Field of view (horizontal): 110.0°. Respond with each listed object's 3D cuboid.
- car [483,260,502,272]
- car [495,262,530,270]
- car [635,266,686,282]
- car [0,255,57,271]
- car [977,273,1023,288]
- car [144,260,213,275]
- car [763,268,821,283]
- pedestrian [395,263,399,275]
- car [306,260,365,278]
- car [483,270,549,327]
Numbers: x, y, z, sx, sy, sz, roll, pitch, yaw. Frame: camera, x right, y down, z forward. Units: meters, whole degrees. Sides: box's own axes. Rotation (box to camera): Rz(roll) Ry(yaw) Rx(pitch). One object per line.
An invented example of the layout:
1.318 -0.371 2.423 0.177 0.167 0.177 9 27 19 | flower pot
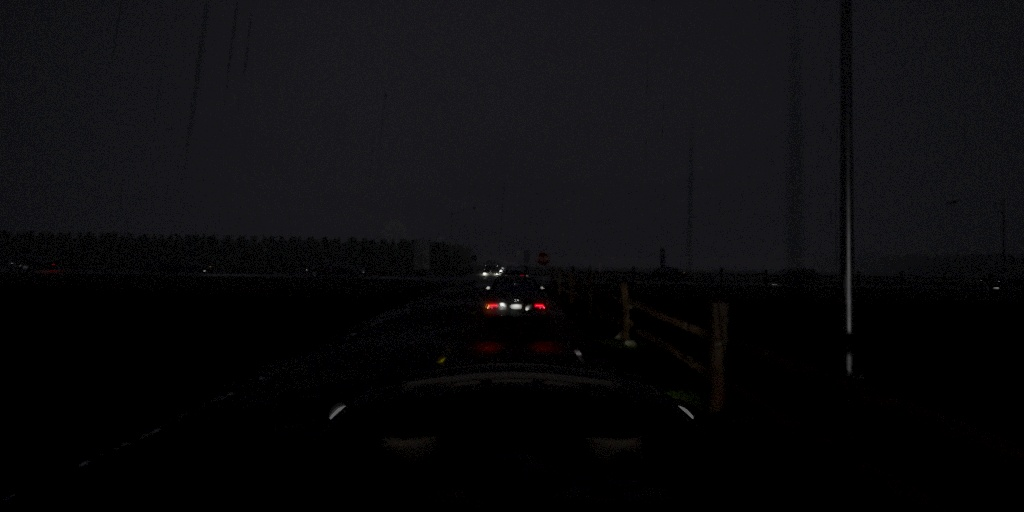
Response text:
-2.791 1.325 49.121 2.097 1.767 4.553 0 0 0 | car
0.385 1.340 22.657 2.128 1.511 4.902 0 0 4 | car
14.462 1.727 34.931 4.674 1.442 1.812 1 -1 0 | car
-47.257 0.615 34.748 4.892 1.490 1.837 1 -1 2 | car
48.970 2.367 34.902 5.357 1.411 2.033 1 -1 0 | car
-29.547 0.980 31.902 4.718 1.301 1.895 1 -1 0 | car
27.206 1.934 34.958 4.892 1.490 1.837 1 -1 0 | car
-12.136 1.336 37.909 0.375 1.300 0.375 0 -2 0 | pedestrian
-15.627 1.116 31.891 4.902 1.511 2.128 1 -1 1 | car
0.108 1.344 11.641 2.033 1.411 5.357 0 0 0 | car
